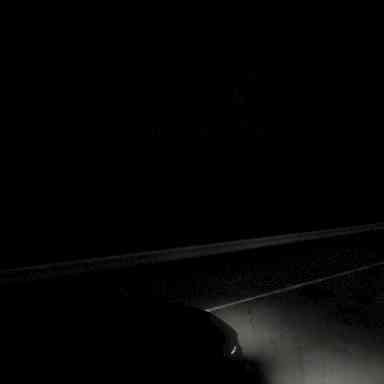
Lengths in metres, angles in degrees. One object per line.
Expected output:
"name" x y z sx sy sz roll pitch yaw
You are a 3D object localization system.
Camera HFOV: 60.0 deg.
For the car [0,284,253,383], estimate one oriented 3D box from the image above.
"car" -1.609 1.525 2.590 4.674 1.442 1.812 0 0 -36
